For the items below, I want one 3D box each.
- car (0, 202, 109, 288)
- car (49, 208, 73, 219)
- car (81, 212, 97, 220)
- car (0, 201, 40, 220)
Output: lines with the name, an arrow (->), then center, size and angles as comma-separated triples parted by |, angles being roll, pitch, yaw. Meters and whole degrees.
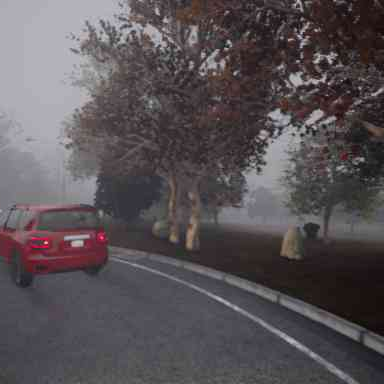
car -> -4.622, 1.369, 10.070 | 2.150, 2.045, 5.566 | 1, -1, -43
car -> -20.387, 3.420, 52.125 | 1.882, 1.535, 5.008 | 0, -4, -1
car -> -20.554, 4.801, 66.607 | 1.837, 1.490, 4.892 | 0, -5, -1
car -> -20.186, 2.179, 39.014 | 2.150, 2.045, 5.566 | 0, -3, 0
